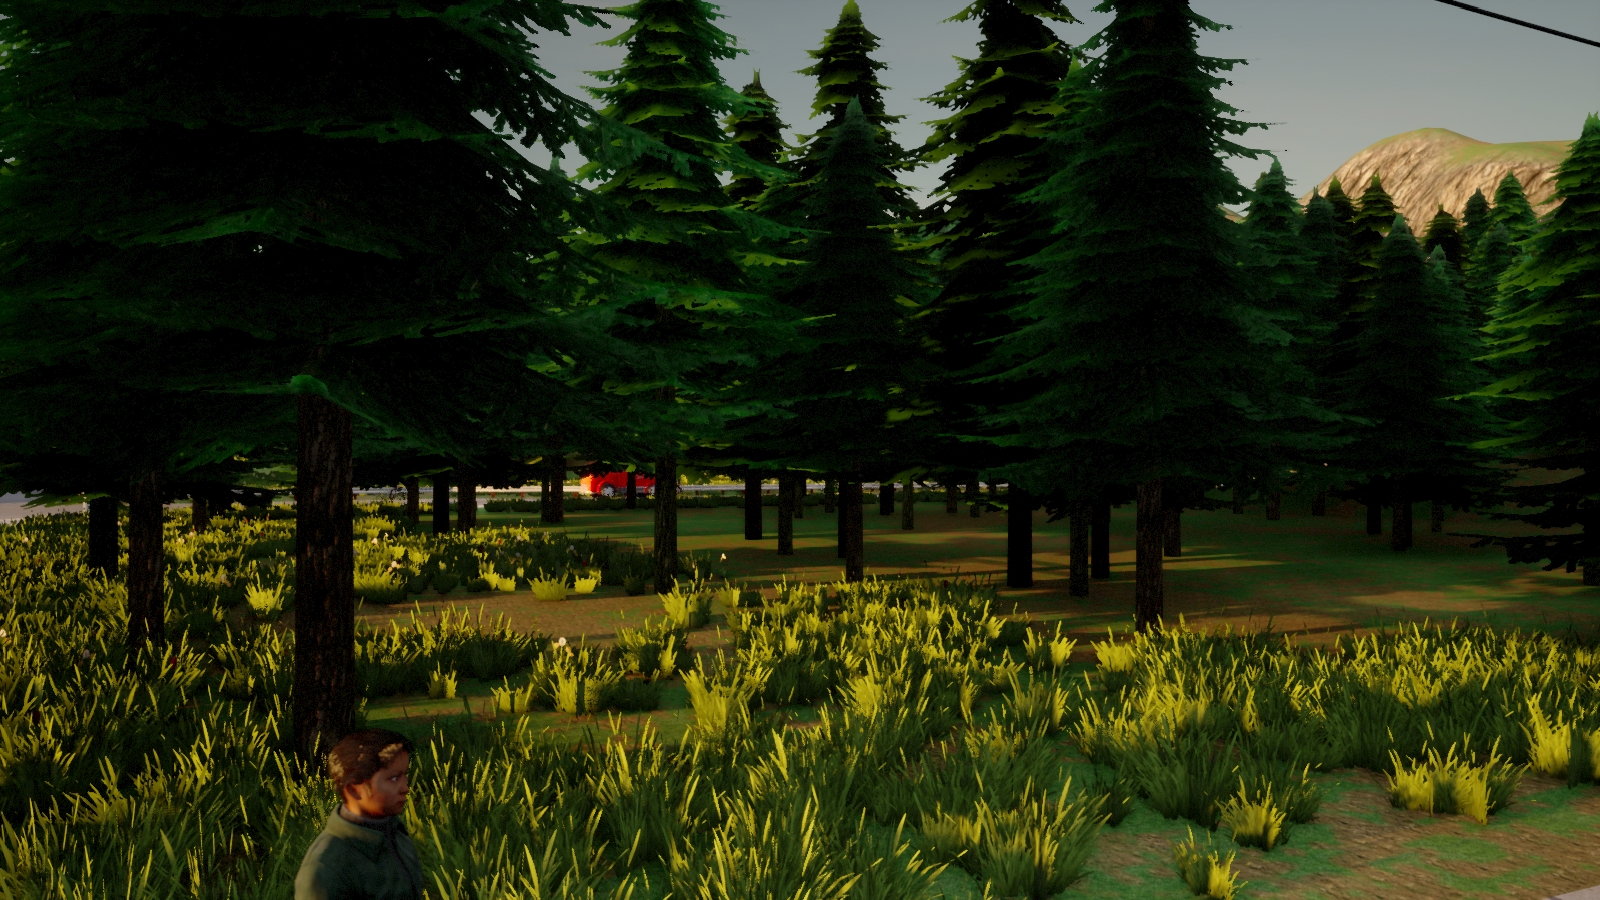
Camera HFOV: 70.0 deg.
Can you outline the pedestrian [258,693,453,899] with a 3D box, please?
[{"bbox_3d":[-1.245,1.663,3.236,0.375,1.860,0.375,0,0,10],"label":"pedestrian"}]
